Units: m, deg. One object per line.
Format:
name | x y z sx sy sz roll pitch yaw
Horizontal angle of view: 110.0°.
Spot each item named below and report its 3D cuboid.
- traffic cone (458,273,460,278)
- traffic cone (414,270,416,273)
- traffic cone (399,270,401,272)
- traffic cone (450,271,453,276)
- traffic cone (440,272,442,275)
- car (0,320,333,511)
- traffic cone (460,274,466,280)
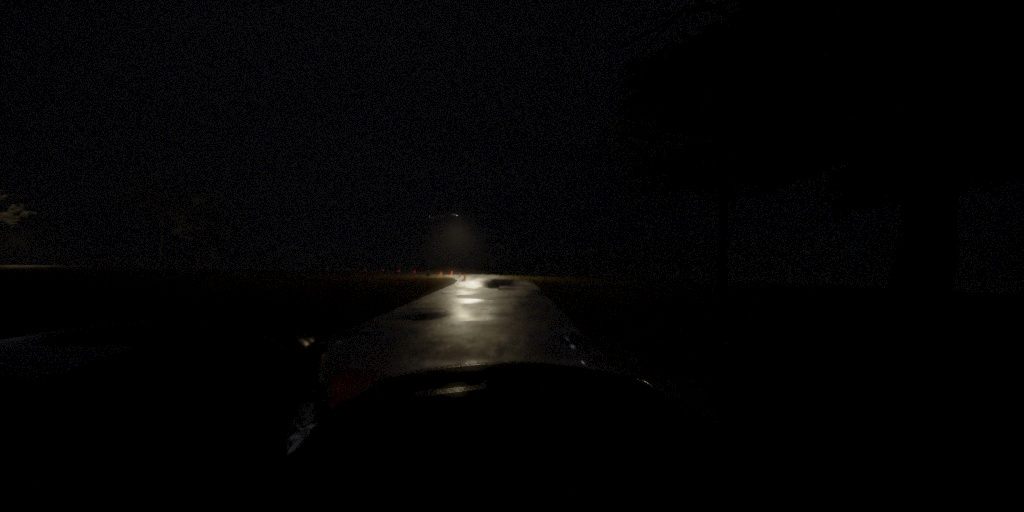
traffic cone | -5.805 2.114 39.800 0.340 0.580 0.340 0 0 -17
traffic cone | -15.184 2.336 56.045 0.340 0.580 0.340 0 0 -43
traffic cone | -18.570 2.373 59.340 0.340 0.580 0.340 0 0 41
traffic cone | -7.463 2.175 44.225 0.340 0.580 0.340 0 0 -24
traffic cone | -9.596 2.236 48.440 0.340 0.580 0.340 0 0 -30
car | -2.847 1.259 1.967 1.837 1.490 4.892 0 0 0
traffic cone | -4.644 2.053 35.219 0.340 0.580 0.340 0 0 -11
